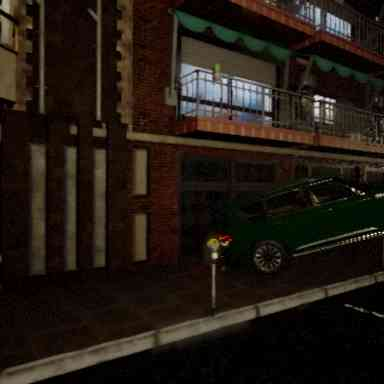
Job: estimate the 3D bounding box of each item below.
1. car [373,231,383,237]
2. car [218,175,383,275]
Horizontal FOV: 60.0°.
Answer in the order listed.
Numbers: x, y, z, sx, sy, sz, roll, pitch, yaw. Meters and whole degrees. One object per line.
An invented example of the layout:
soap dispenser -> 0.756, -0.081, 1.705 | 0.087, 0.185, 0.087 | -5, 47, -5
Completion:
car -> 5.966, 1.539, 6.957 | 4.507, 1.381, 1.887 | 0, 0, -34
car -> 3.342, 0.610, 8.838 | 5.566, 2.045, 2.150 | -18, -1, 12
